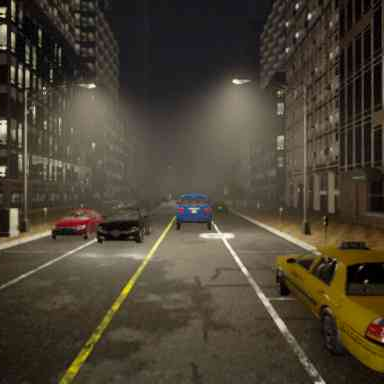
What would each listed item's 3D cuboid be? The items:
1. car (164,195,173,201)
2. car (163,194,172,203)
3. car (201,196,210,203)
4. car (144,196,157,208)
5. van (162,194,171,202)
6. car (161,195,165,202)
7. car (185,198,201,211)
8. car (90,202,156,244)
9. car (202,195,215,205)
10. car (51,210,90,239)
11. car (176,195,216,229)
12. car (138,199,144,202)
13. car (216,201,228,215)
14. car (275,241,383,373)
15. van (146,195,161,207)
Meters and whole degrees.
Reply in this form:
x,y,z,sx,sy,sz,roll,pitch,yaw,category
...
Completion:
x,y,z,sx,sy,sz,roll,pitch,yaw,category
-5.628,1.509,79.697,1.947,1.339,4.313,0,0,0,car
-5.636,1.396,68.312,1.967,1.590,4.097,0,0,0,car
2.744,1.537,68.291,1.802,1.307,4.206,0,0,0,car
-5.658,1.526,39.851,1.887,1.381,4.507,0,0,0,car
-5.631,1.290,74.005,1.690,1.788,3.998,0,0,0,van
-5.649,1.554,51.236,1.802,1.307,4.206,0,0,0,car
0.131,1.484,41.486,1.837,1.490,4.892,0,0,0,car
-3.088,1.473,15.951,1.882,1.535,5.008,0,0,0,car
2.736,1.406,56.907,1.967,1.590,4.097,0,0,0,car
-5.675,1.577,17.081,1.802,1.307,4.206,0,0,0,car
0.120,1.214,21.619,2.150,2.045,5.566,0,0,0,car
-5.667,1.540,28.467,2.008,1.369,4.403,0,0,0,car
2.718,1.550,34.140,1.947,1.339,4.313,0,0,0,car
2.697,1.524,5.849,1.752,1.417,4.829,0,0,0,car
-5.653,1.318,45.544,1.690,1.788,3.998,0,0,0,van
